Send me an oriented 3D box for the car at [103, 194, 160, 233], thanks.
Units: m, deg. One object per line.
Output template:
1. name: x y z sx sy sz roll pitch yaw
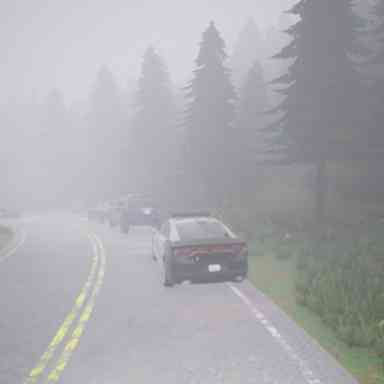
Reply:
1. car: -3.397 1.126 19.382 2.150 2.045 5.566 -2 1 -25

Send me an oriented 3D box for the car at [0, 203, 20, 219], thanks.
1. car: -18.386 1.933 32.257 4.674 1.442 1.812 -2 2 44

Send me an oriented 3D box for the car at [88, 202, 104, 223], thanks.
1. car: -6.429 1.448 24.945 1.812 1.442 4.674 -3 1 -32

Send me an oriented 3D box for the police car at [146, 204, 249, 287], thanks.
1. police car: -0.063 1.358 9.420 1.930 1.638 5.238 -1 0 -12

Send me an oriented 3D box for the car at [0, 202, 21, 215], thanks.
1. car: -23.090 2.031 41.140 4.718 1.301 1.895 -2 2 43
